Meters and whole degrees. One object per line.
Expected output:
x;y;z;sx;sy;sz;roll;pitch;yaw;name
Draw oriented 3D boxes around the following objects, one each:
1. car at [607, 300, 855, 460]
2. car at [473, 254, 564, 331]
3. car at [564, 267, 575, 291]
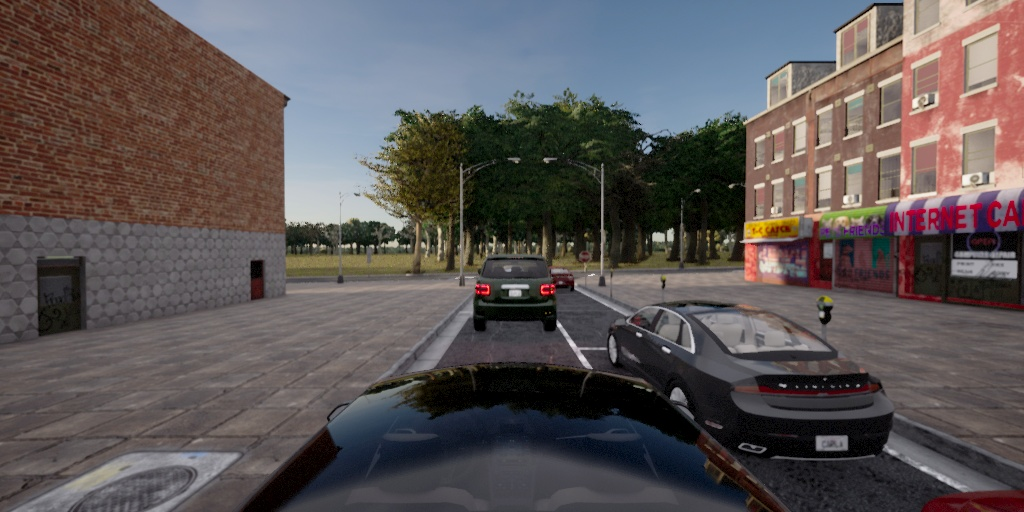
2.631;1.298;5.124;2.007;1.370;4.403;0;0;0;car
0.084;0.967;11.092;2.150;2.045;5.566;0;0;0;car
2.603;1.288;21.343;1.888;1.381;4.507;0;0;0;car
